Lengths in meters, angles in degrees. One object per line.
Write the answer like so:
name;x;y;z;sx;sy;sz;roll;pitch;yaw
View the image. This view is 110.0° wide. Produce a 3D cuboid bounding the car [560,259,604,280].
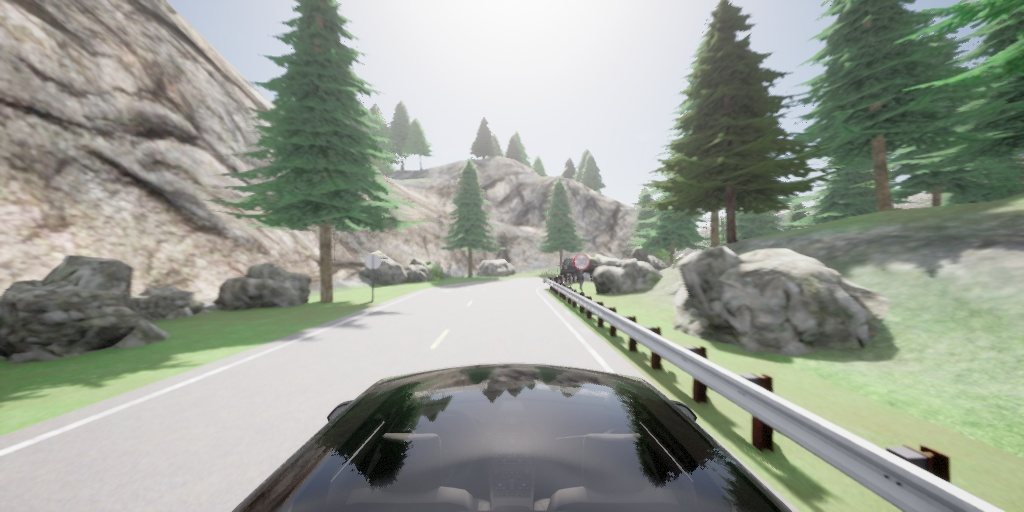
car;7.297;1.272;35.665;5.566;2.045;2.150;1;-2;-37
